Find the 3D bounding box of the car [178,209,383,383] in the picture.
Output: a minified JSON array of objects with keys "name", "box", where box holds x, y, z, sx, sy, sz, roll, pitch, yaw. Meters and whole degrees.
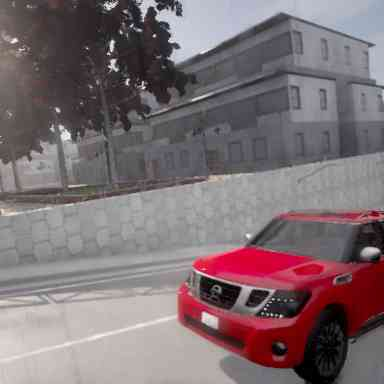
[{"name":"car","box":[2.414,1.352,5.935,5.566,2.045,2.150,2,-2,-38]}]
